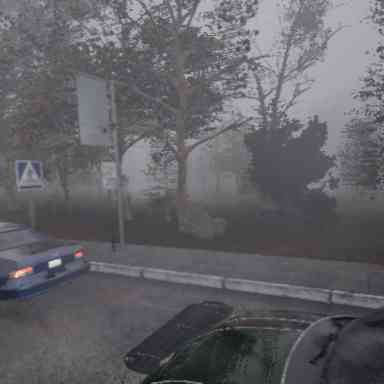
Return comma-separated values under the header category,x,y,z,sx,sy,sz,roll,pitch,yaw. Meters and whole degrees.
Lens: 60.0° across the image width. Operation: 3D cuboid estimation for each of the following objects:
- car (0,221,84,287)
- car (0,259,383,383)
category,x,y,z,sx,sy,sz,roll,pitch,yaw
car,-4.755,1.383,7.318,5.357,1.411,2.033,-1,4,28
car,1.621,1.258,1.484,4.553,1.767,2.097,-1,4,28
